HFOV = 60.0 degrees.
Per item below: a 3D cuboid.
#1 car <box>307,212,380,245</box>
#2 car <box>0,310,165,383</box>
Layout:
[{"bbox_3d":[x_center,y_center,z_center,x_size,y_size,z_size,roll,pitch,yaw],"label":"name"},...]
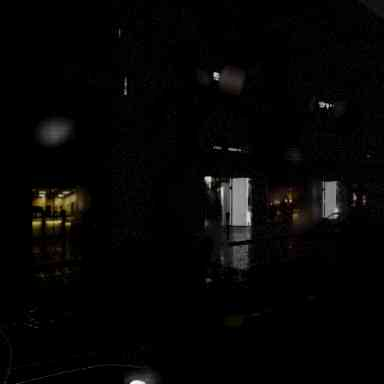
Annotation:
[{"bbox_3d":[7.172,1.583,15.538,4.206,1.307,1.802,0,0,-35],"label":"car"},{"bbox_3d":[-2.259,1.351,1.714,4.553,1.767,2.097,0,0,-35],"label":"car"}]
